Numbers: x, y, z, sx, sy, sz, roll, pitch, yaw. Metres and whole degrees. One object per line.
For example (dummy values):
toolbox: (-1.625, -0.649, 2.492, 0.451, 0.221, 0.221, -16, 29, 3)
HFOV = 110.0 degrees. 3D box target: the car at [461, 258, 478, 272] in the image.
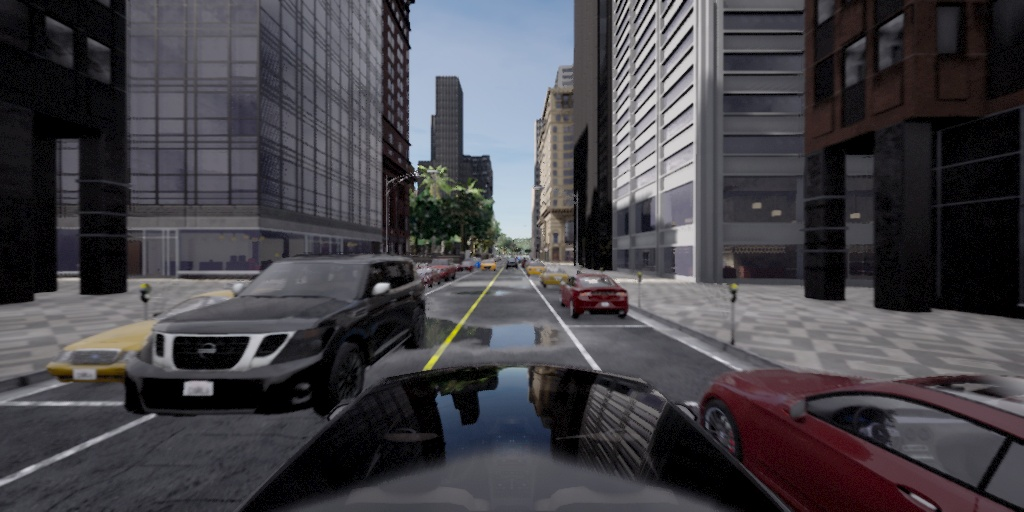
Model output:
car: (-5.782, 1.312, 45.399, 1.888, 1.381, 4.507, 0, 0, 0)

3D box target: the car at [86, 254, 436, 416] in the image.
car: (-3.092, 0.973, 6.320, 2.150, 2.045, 5.566, 0, 0, 0)

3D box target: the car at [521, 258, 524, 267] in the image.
car: (2.741, 1.323, 50.815, 2.007, 1.370, 4.403, 0, 0, 0)

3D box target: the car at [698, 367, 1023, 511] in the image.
car: (2.762, 1.332, 1.991, 1.802, 1.307, 4.207, 0, 0, 0)

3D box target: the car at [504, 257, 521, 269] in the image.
car: (-0.010, 1.285, 55.492, 1.837, 1.490, 4.892, 0, 0, 0)

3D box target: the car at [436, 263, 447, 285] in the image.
car: (-5.773, 1.335, 23.696, 1.802, 1.307, 4.207, 0, 0, 0)

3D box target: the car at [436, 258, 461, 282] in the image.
car: (-5.775, 1.070, 29.122, 2.192, 1.841, 5.009, 0, 0, 0)

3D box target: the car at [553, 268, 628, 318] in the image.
car: (2.757, 1.296, 12.841, 1.888, 1.381, 4.507, 0, 0, 0)

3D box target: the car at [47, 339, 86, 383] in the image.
car: (-5.765, 1.275, 7.248, 1.751, 1.417, 4.829, 0, 0, 0)

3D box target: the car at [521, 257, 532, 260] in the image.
car: (2.739, 1.302, 56.411, 1.751, 1.417, 4.829, 0, 0, 0)

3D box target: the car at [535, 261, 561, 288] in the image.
car: (2.753, 1.279, 23.861, 1.751, 1.417, 4.829, 0, 0, 0)

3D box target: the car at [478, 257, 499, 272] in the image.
car: (-3.091, 1.247, 47.823, 1.882, 1.535, 5.008, 0, 0, 0)

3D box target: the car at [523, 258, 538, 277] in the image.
car: (2.336, 1.217, 35.006, 1.801, 1.575, 5.366, 0, 0, 0)

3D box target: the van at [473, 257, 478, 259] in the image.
van: (-5.786, 1.117, 56.252, 1.690, 1.789, 3.998, 0, 0, 0)
